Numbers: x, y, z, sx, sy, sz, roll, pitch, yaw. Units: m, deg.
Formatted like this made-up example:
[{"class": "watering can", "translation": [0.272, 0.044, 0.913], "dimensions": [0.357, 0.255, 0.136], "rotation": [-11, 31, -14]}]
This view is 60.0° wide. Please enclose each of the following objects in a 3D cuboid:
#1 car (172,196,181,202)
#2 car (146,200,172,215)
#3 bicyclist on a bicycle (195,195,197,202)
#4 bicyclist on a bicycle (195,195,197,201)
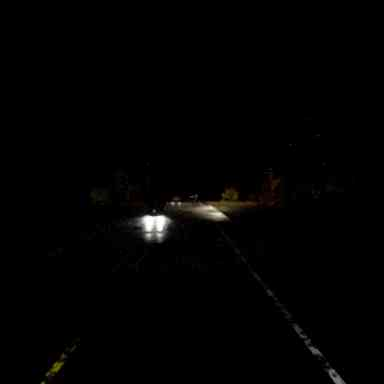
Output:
[{"class": "car", "translation": [-3.513, 1.520, 74.625], "dimensions": [1.812, 1.442, 4.674], "rotation": [0, 0, 0]}, {"class": "car", "translation": [-3.602, 1.555, 34.215], "dimensions": [2.128, 1.511, 4.902], "rotation": [0, 0, 0]}, {"class": "bicyclist on a bicycle", "translation": [0.949, 1.449, 75.276], "dimensions": [0.659, 1.776, 1.843], "rotation": [0, 0, 0]}, {"class": "bicyclist on a bicycle", "translation": [0.949, 1.525, 84.071], "dimensions": [0.582, 1.620, 1.656], "rotation": [0, 0, 0]}]
